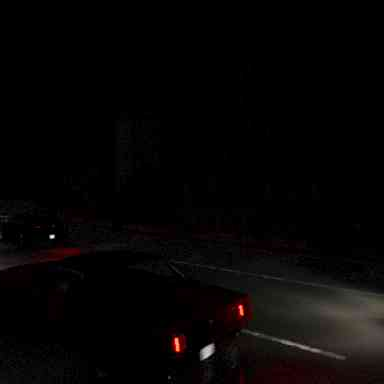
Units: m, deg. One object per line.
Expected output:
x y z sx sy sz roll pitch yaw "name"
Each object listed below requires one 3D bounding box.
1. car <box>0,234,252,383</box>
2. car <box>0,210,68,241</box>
-1.539 1.642 5.394 4.718 1.301 1.895 -1 0 39 "car"
-7.584 1.643 15.797 1.837 1.490 4.892 0 0 -44 "car"
